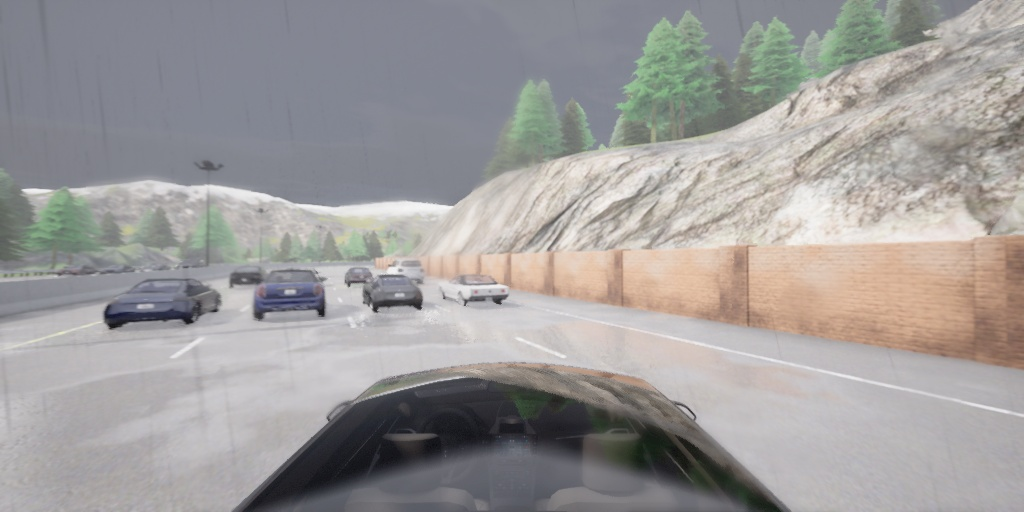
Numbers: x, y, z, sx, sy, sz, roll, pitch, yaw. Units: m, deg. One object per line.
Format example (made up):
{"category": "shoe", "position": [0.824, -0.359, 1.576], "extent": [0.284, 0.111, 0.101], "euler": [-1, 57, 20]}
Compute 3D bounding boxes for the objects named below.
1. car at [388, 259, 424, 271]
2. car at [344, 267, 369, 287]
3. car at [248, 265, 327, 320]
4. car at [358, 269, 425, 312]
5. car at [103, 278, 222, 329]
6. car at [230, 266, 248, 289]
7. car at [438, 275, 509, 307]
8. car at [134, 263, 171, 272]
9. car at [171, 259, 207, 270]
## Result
{"category": "car", "position": [-8.763, 1.265, 29.367], "extent": [2.150, 2.045, 5.566], "euler": [0, 0, -28]}
{"category": "car", "position": [-11.819, 1.566, 27.654], "extent": [2.033, 1.411, 5.357], "euler": [0, -1, -28]}
{"category": "car", "position": [-8.231, 1.221, 13.597], "extent": [2.097, 1.767, 4.553], "euler": [0, -1, -28]}
{"category": "car", "position": [-5.168, 1.456, 15.291], "extent": [1.994, 1.385, 4.181], "euler": [0, -1, -28]}
{"category": "car", "position": [-11.317, 1.413, 11.941], "extent": [1.994, 1.385, 4.181], "euler": [0, -1, -28]}
{"category": "car", "position": [-18.799, 1.468, 25.893], "extent": [1.882, 1.535, 5.008], "euler": [0, 0, -28]}
{"category": "car", "position": [-1.984, 1.512, 16.749], "extent": [1.895, 1.301, 4.718], "euler": [0, -1, -28]}
{"category": "car", "position": [-45.577, 1.671, 46.029], "extent": [2.128, 1.511, 4.902], "euler": [0, -1, -28]}
{"category": "car", "position": [-42.470, 1.422, 47.648], "extent": [2.150, 2.045, 5.566], "euler": [0, -1, -28]}
